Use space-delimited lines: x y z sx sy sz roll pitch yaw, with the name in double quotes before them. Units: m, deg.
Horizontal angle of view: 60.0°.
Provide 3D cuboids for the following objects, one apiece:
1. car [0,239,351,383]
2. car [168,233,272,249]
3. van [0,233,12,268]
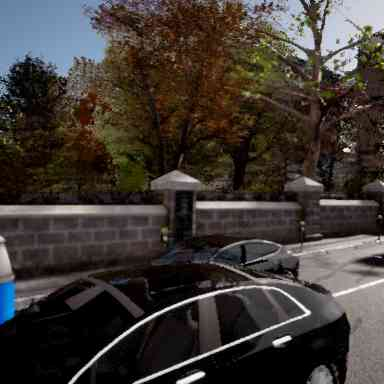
"car" -0.470 1.511 3.042 4.892 1.490 1.837 0 0 -35
"car" 0.405 1.587 6.812 4.313 1.339 1.947 0 1 -35
"van" -4.103 1.335 3.622 3.998 1.788 1.690 0 1 -35
